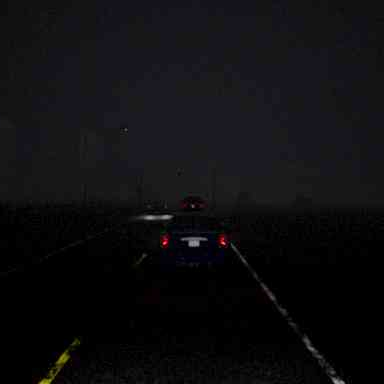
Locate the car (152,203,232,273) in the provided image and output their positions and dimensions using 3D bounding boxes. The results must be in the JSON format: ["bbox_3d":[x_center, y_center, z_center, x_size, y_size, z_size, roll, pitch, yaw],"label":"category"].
[{"bbox_3d":[0.070,1.419,11.062,2.097,1.767,4.553,0,0,0],"label":"car"}]

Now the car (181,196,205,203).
[{"bbox_3d":[0.091,1.413,32.806,2.150,2.045,5.566,0,0,0],"label":"car"}]

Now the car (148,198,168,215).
[{"bbox_3d":[-3.598,1.563,36.563,2.097,1.767,4.553,0,0,0],"label":"car"}]
